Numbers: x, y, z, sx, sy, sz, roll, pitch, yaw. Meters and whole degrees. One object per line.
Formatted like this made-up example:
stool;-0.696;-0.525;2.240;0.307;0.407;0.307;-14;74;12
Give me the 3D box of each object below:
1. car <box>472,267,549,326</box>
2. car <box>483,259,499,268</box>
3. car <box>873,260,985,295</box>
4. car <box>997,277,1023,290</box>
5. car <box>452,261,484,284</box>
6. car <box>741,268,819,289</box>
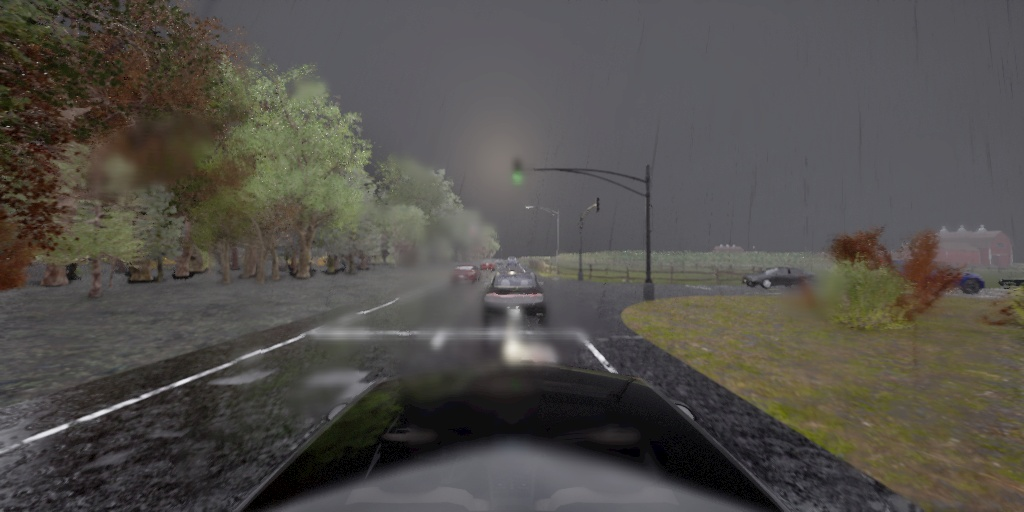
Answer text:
car;0.100;1.269;11.727;2.128;1.511;4.902;0;0;0
car;-3.402;1.227;51.837;2.097;1.767;4.553;0;0;0
car;25.629;1.294;22.355;5.566;2.045;2.150;0;-1;1
car;38.566;1.884;25.977;4.718;1.301;1.895;1;-1;0
car;-3.399;1.343;27.354;1.812;1.442;4.674;0;0;0
car;19.386;1.580;26.074;4.892;1.490;1.837;1;-1;0
